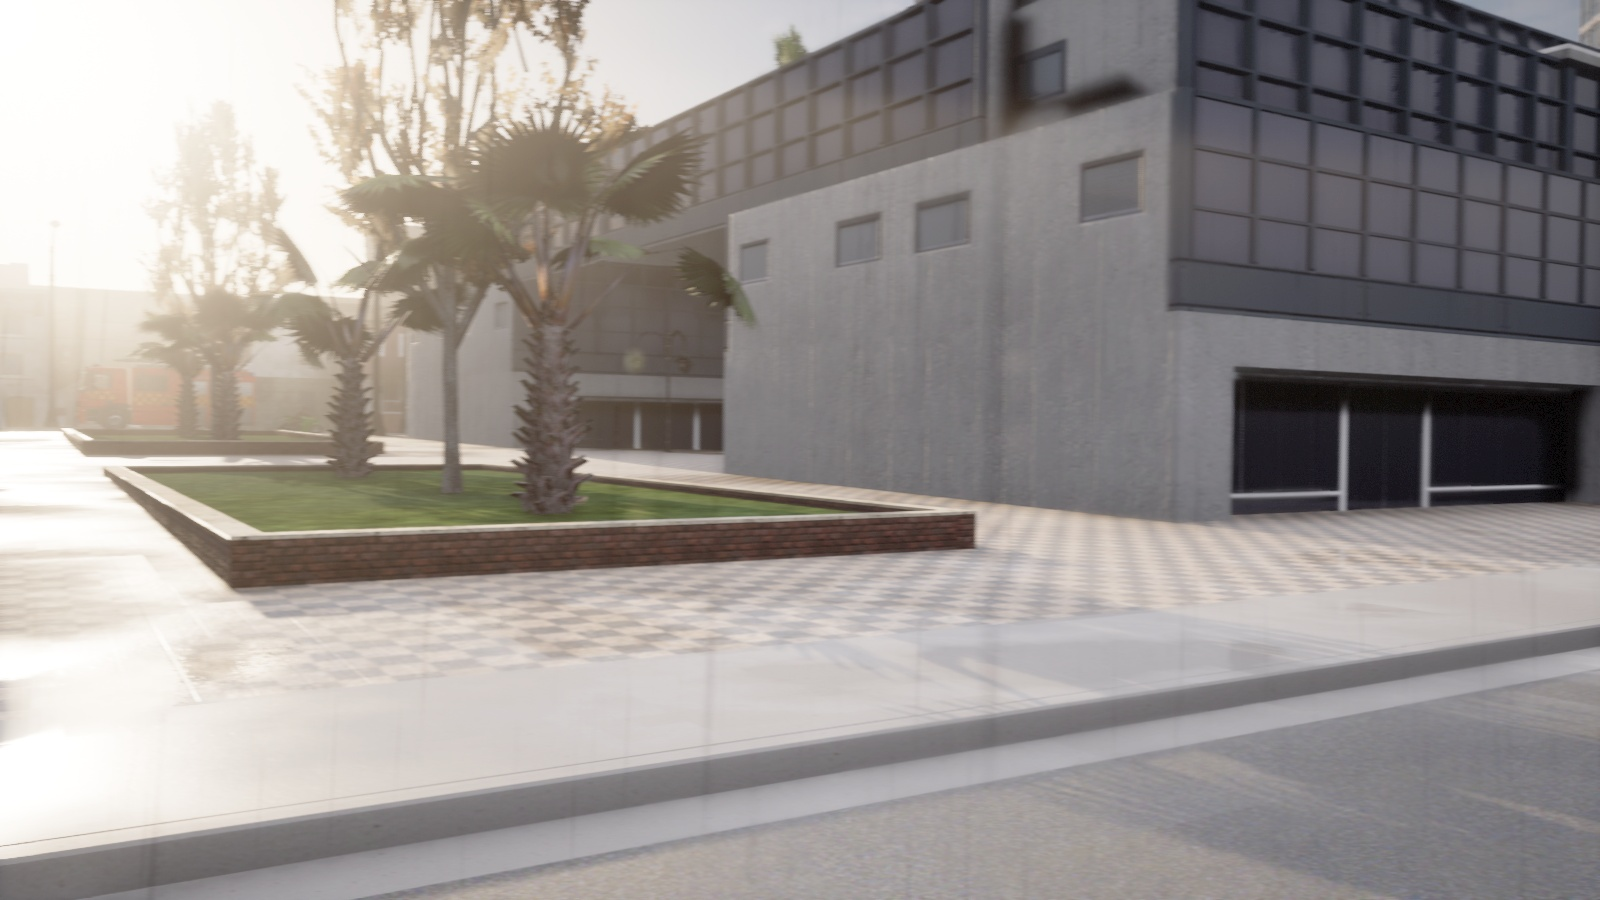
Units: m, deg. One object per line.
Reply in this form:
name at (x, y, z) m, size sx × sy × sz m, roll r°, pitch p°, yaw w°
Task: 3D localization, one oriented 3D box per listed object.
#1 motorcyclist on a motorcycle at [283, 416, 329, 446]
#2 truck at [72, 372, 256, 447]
motorcyclist on a motorcycle at (-25.212, -0.965, 64.064) m, size 2.044 × 1.523 × 0.797 m, roll 0°, pitch 1°, yaw -32°
truck at (-33.832, -2.119, 66.912) m, size 8.468 × 3.827 × 2.891 m, roll -1°, pitch 1°, yaw -32°
